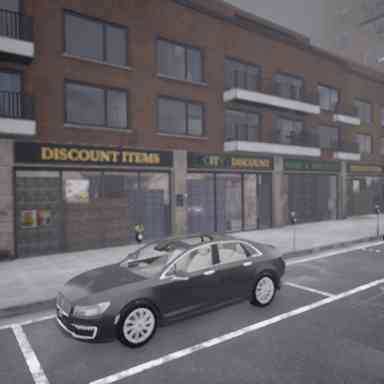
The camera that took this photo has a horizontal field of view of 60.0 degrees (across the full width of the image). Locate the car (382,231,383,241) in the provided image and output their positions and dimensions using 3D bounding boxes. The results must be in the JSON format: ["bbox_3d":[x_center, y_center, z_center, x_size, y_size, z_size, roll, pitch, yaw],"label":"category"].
[{"bbox_3d":[8.847,1.307,12.511,4.206,1.307,1.802,-1,1,-36],"label":"car"}]

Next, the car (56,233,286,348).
[{"bbox_3d":[-0.133,1.487,6.095,4.403,1.369,2.008,-1,1,-36],"label":"car"}]
